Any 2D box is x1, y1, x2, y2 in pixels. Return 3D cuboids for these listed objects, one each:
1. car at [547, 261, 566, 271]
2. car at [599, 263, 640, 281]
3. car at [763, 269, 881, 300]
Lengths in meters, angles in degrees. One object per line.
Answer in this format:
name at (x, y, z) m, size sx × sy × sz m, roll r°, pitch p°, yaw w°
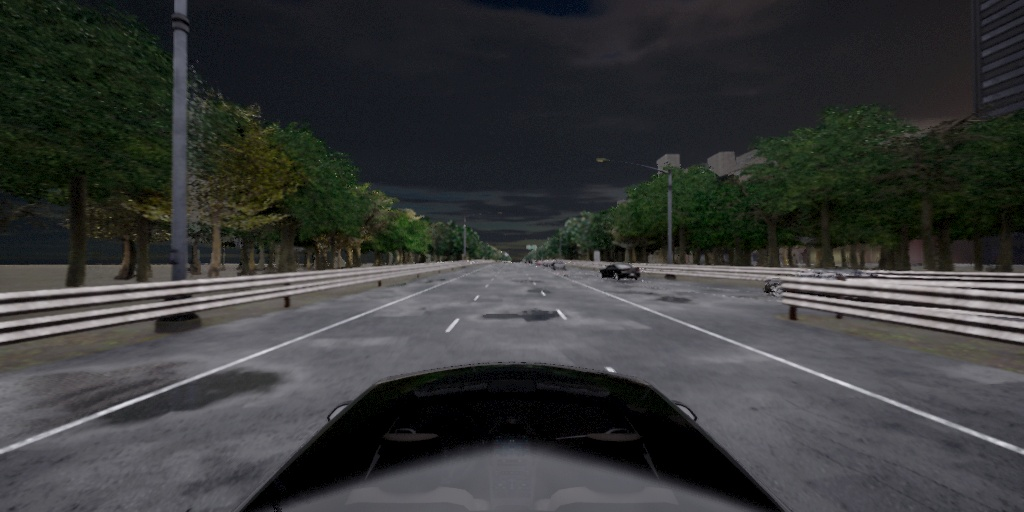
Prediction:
car at (6.984, 1.457, 54.569) m, size 2.128 × 1.511 × 4.902 m, roll 0°, pitch 0°, yaw 0°
car at (9.426, 1.375, 31.909) m, size 1.882 × 1.535 × 5.008 m, roll 0°, pitch 0°, yaw -11°
car at (14.159, 1.333, 16.259) m, size 2.128 × 1.511 × 4.902 m, roll 0°, pitch -1°, yaw -21°
